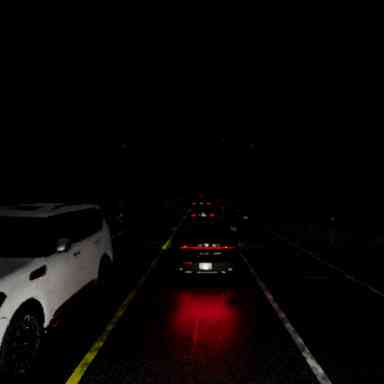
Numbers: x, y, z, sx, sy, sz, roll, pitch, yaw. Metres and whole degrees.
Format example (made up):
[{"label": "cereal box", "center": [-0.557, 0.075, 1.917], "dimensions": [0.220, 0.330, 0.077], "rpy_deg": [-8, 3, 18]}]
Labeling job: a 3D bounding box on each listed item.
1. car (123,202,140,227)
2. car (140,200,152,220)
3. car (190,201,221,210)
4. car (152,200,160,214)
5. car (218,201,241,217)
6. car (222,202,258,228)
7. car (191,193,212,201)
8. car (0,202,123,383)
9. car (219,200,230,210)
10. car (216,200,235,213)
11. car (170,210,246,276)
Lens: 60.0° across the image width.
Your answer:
[{"label": "car", "center": [-5.142, 1.498, 22.892], "dimensions": [1.967, 1.590, 4.097], "rpy_deg": [-1, 0, 2]}, {"label": "car", "center": [-4.980, 1.640, 28.395], "dimensions": [1.947, 1.339, 4.313], "rpy_deg": [-1, 0, 2]}, {"label": "car", "center": [0.787, 1.612, 24.592], "dimensions": [2.033, 1.411, 5.357], "rpy_deg": [0, 0, 1]}, {"label": "car", "center": [-4.819, 1.640, 33.898], "dimensions": [2.008, 1.369, 4.403], "rpy_deg": [-1, 0, 2]}, {"label": "car", "center": [3.702, 1.635, 33.649], "dimensions": [1.887, 1.381, 4.507], "rpy_deg": [-1, 0, 2]}, {"label": "car", "center": [3.381, 1.625, 22.643], "dimensions": [1.947, 1.339, 4.313], "rpy_deg": [-1, 0, 2]}, {"label": "car", "center": [1.039, 1.321, 36.727], "dimensions": [2.150, 2.045, 5.566], "rpy_deg": [0, 0, 2]}, {"label": "car", "center": [-2.968, 1.235, 5.727], "dimensions": [2.150, 2.045, 5.566], "rpy_deg": [0, 0, 2]}, {"label": "car", "center": [3.541, 1.619, 28.145], "dimensions": [1.887, 1.381, 4.507], "rpy_deg": [-1, 0, 2]}, {"label": "car", "center": [3.863, 1.651, 39.152], "dimensions": [1.887, 1.381, 4.507], "rpy_deg": [-1, 0, 2]}, {"label": "car", "center": [0.378, 1.532, 10.428], "dimensions": [1.837, 1.490, 4.892], "rpy_deg": [0, 0, 1]}]
